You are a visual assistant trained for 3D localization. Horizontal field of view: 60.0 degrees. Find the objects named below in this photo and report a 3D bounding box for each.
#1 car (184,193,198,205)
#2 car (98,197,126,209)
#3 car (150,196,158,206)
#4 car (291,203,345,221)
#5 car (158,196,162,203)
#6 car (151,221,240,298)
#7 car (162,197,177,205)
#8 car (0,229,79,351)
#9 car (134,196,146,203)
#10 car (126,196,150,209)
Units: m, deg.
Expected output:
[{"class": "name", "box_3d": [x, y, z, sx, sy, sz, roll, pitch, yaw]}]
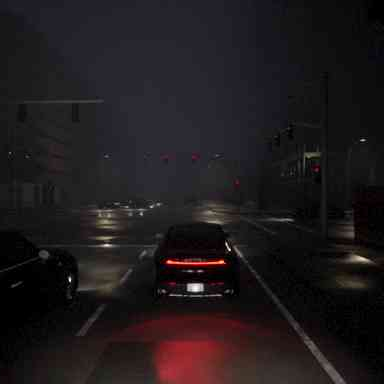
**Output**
[{"class": "car", "box_3d": [-0.200, 1.221, 57.130, 2.150, 2.045, 5.566, 0, 0, 1]}, {"class": "car", "box_3d": [-10.925, 1.547, 44.579, 2.033, 1.411, 5.357, 0, 0, 3]}, {"class": "car", "box_3d": [-7.390, 1.477, 56.534, 1.882, 1.535, 5.008, 0, 0, 1]}, {"class": "car", "box_3d": [10.476, 1.619, 27.753, 4.181, 1.385, 1.994, 0, 0, 0]}, {"class": "car", "box_3d": [-7.171, 1.496, 69.091, 2.128, 1.511, 4.902, 0, 0, 1]}, {"class": "car", "box_3d": [0.082, 1.505, 8.518, 1.837, 1.490, 4.892, 0, 0, 0]}, {"class": "car", "box_3d": [-3.683, 1.563, 58.510, 1.994, 1.385, 4.181, 0, 0, 1]}, {"class": "car", "box_3d": [-3.445, 1.352, 5.196, 2.097, 1.767, 4.553, 0, 0, 0]}, {"class": "car", "box_3d": [-10.675, 1.525, 68.743, 1.812, 1.442, 4.674, 0, 0, 1]}, {"class": "car", "box_3d": [-7.456, 1.504, 46.467, 1.837, 1.490, 4.892, 0, 0, 0]}]
